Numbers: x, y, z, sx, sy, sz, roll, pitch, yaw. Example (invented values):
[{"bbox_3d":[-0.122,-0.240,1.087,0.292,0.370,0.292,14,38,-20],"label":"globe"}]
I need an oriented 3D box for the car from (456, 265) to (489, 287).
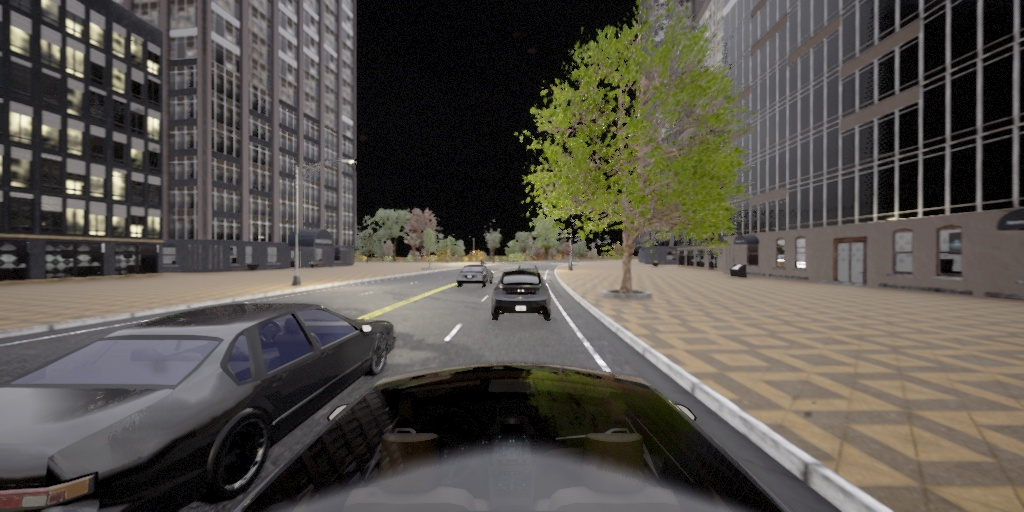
[{"bbox_3d":[-2.387,1.285,24.060,2.033,1.411,5.357,0,0,4],"label":"car"}]

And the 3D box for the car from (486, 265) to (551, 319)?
[{"bbox_3d":[0.333,1.249,12.671,1.837,1.490,4.892,0,0,2],"label":"car"}]

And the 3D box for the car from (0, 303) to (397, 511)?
[{"bbox_3d":[-3.114,1.292,4.342,2.033,1.411,5.357,0,0,1],"label":"car"}]
